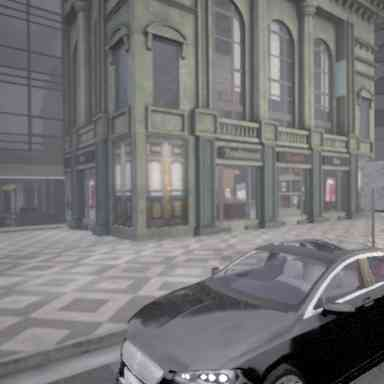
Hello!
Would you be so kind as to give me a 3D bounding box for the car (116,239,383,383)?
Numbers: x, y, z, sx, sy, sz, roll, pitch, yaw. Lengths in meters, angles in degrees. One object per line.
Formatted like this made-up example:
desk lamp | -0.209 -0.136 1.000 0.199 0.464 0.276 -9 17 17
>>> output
car | 1.474 1.453 4.406 4.902 1.511 2.128 -1 0 -35
